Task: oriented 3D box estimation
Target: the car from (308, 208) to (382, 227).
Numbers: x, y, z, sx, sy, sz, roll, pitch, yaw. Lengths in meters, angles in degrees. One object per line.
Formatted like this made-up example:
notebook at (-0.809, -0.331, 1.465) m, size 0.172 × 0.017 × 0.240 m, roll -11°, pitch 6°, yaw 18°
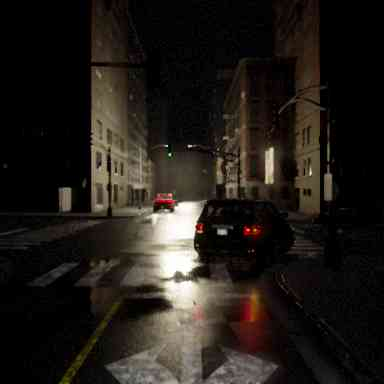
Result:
car at (11.013, 1.813, 24.215) m, size 4.718 × 1.301 × 1.895 m, roll 1°, pitch 0°, yaw 0°

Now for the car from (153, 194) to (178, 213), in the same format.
car at (-3.121, 1.232, 37.756) m, size 2.150 × 2.045 × 5.566 m, roll 0°, pitch 0°, yaw 0°

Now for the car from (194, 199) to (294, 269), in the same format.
car at (1.991, 1.265, 11.655) m, size 2.150 × 2.045 × 5.566 m, roll 0°, pitch -1°, yaw 25°

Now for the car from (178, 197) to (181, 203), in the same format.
car at (-3.084, 1.516, 51.151) m, size 1.837 × 1.490 × 4.892 m, roll 0°, pitch 0°, yaw 0°
